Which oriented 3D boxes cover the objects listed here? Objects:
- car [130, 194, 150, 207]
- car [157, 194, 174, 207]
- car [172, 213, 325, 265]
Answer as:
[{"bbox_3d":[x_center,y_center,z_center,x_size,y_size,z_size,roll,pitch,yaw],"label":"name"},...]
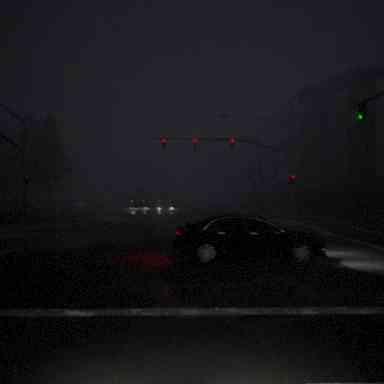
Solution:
[{"bbox_3d":[-7.033,1.128,45.338,2.097,1.767,4.553,0,0,0],"label":"car"},{"bbox_3d":[-3.533,1.128,45.333,2.097,1.767,4.553,0,0,0],"label":"car"},{"bbox_3d":[1.807,1.459,10.914,4.892,1.490,1.837,0,0,-1],"label":"car"}]
